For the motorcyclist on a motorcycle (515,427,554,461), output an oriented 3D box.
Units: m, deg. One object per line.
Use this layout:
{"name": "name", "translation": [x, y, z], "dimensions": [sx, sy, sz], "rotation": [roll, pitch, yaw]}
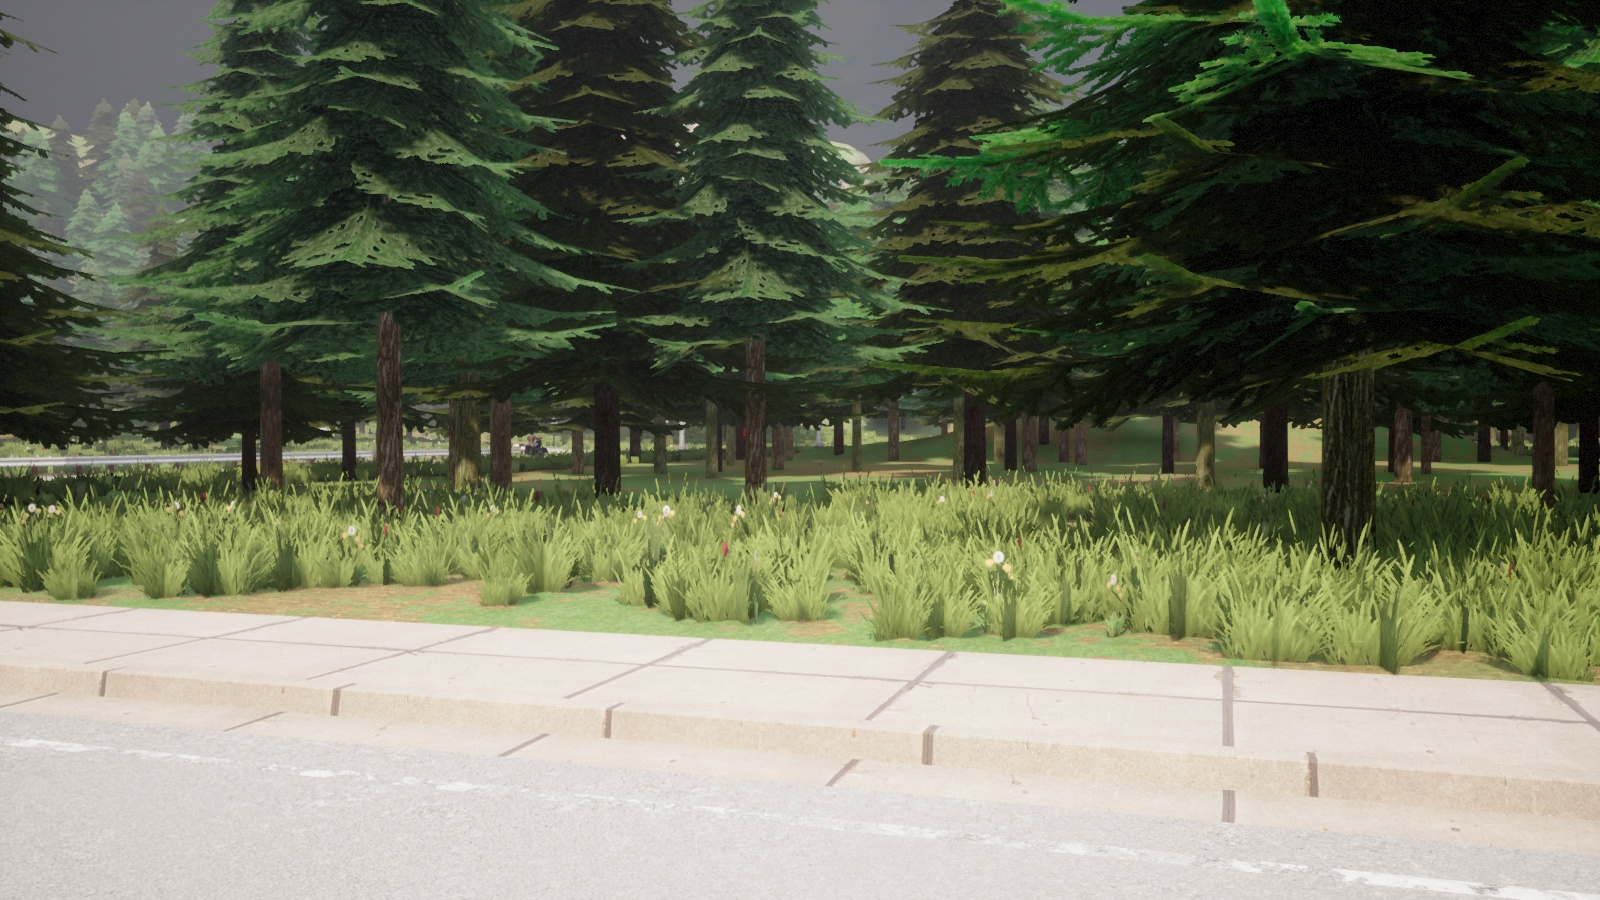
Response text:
{"name": "motorcyclist on a motorcycle", "translation": [-13.464, -0.315, 63.744], "dimensions": [0.766, 1.649, 2.350], "rotation": [1, 1, 20]}
